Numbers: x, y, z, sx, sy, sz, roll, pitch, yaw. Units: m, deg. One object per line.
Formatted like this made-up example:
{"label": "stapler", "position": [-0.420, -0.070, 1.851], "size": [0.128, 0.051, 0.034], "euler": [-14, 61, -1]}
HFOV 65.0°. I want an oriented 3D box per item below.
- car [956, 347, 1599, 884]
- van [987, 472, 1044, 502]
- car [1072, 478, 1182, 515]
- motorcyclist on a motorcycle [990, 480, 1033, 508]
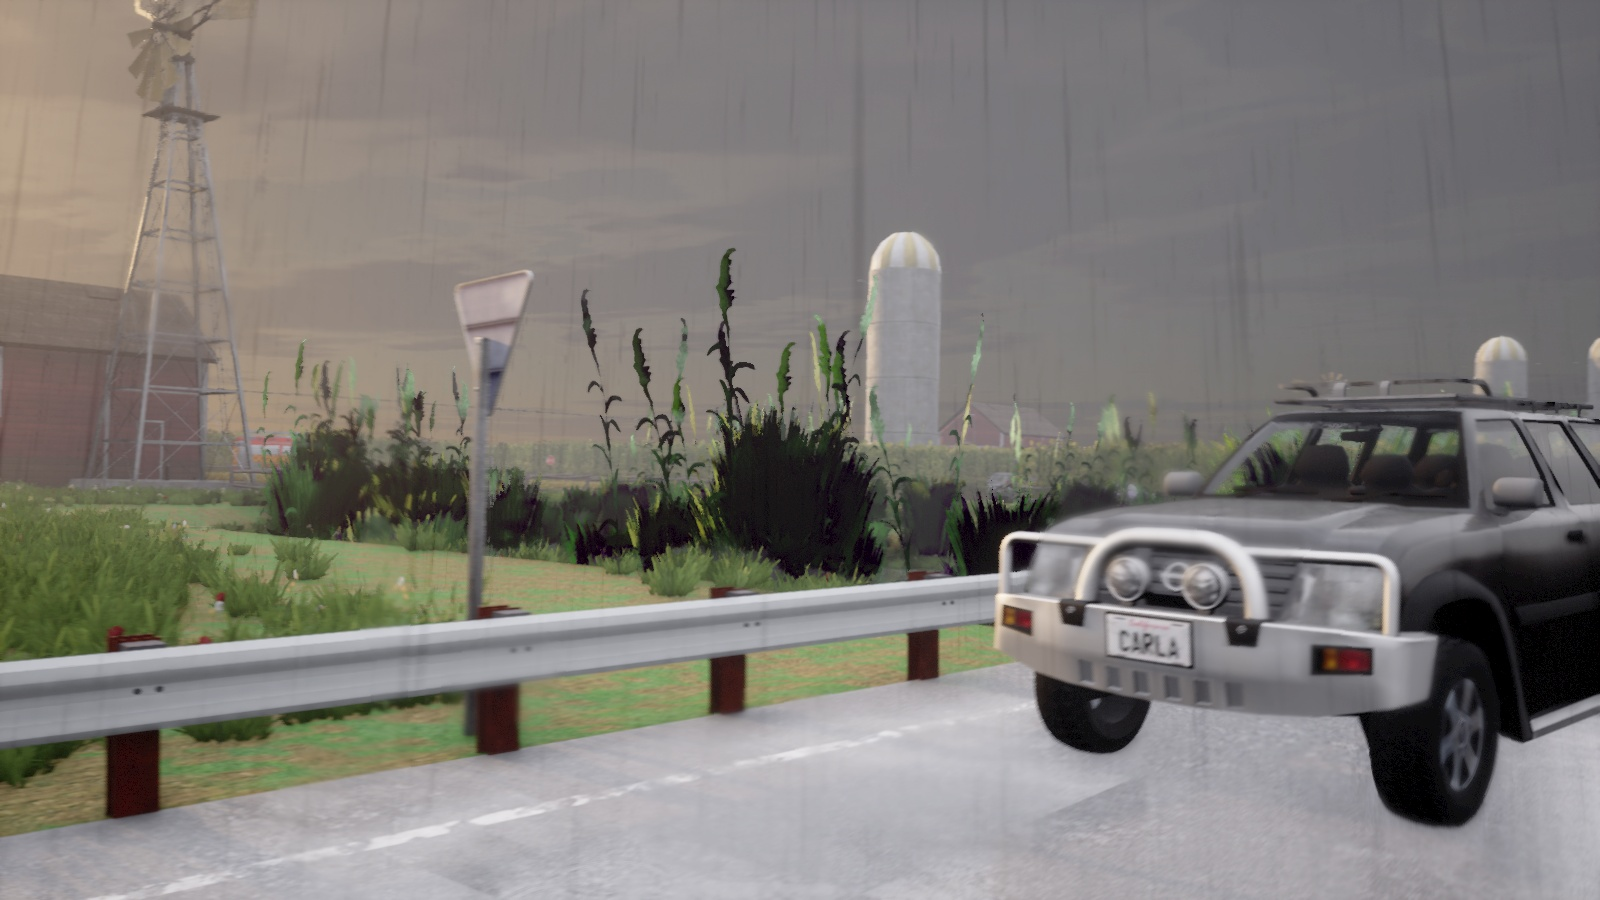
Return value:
{"label": "car", "position": [3.086, 0.575, 6.586], "size": [4.605, 1.855, 1.932], "euler": [0, 0, -41]}
{"label": "van", "position": [14.873, 2.554, 86.670], "size": [1.775, 1.987, 4.442], "euler": [0, -1, 41]}
{"label": "car", "position": [16.230, 2.293, 62.428], "size": [4.856, 1.649, 2.033], "euler": [0, -1, 41]}
{"label": "motorcyclist on a motorcycle", "position": [11.850, 2.464, 70.384], "size": [2.191, 1.530, 0.866], "euler": [0, -1, 41]}
